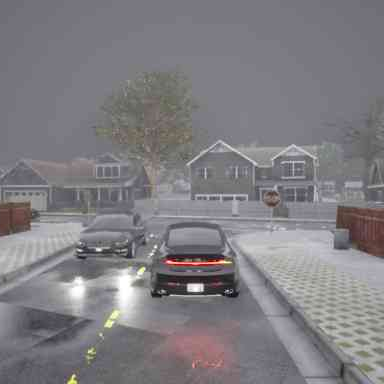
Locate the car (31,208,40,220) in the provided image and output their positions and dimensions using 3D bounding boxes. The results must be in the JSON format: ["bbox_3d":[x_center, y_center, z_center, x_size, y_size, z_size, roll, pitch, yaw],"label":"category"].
[{"bbox_3d":[-14.033,1.497,25.789,4.181,1.385,1.994,0,0,13],"label":"car"}]

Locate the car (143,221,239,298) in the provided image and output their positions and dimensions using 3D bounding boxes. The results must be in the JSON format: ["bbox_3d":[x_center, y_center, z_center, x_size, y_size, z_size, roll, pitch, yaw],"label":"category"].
[{"bbox_3d":[0.045,1.506,8.517,1.837,1.490,4.892,0,0,0],"label":"car"}]

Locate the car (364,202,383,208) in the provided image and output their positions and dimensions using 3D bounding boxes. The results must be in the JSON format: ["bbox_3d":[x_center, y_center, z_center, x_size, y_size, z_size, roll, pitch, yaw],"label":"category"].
[{"bbox_3d":[12.128,1.432,21.850,4.553,1.767,2.097,0,0,18],"label":"car"}]

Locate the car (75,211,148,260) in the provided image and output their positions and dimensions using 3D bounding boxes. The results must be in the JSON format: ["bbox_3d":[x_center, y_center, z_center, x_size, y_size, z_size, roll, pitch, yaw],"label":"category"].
[{"bbox_3d":[-2.808,1.506,12.528,1.837,1.490,4.892,0,0,0],"label":"car"}]
